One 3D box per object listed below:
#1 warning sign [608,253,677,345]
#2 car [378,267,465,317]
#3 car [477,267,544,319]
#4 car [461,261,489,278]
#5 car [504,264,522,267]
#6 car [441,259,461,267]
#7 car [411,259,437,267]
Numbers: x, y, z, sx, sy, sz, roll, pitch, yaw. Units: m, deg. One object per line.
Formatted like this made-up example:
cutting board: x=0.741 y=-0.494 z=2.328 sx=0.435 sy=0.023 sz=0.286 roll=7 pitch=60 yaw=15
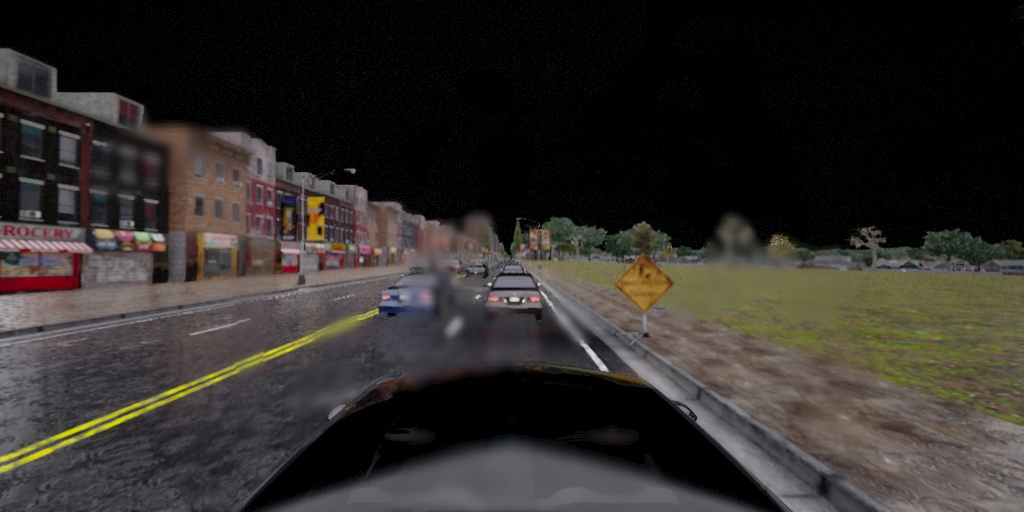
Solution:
warning sign: x=2.852 y=0.866 z=7.712 sx=1.300 sy=1.860 sz=1.060 roll=0 pitch=0 yaw=0
car: x=-3.163 y=1.299 z=13.196 sx=2.033 sy=1.411 sz=5.357 roll=0 pitch=0 yaw=0
car: x=0.085 y=1.299 z=12.820 sx=2.033 sy=1.411 sz=5.357 roll=0 pitch=0 yaw=0
car: x=-3.147 y=1.257 z=33.605 sx=2.128 sy=1.511 sz=4.902 roll=0 pitch=0 yaw=0
car: x=0.093 y=1.308 z=28.195 sx=2.033 sy=1.411 sz=5.357 roll=0 pitch=0 yaw=0
car: x=-6.581 y=1.125 z=40.263 sx=2.097 sy=1.767 sz=4.553 roll=0 pitch=0 yaw=0
car: x=-9.831 y=1.124 z=40.242 sx=2.097 sy=1.767 sz=4.553 roll=0 pitch=0 yaw=0
